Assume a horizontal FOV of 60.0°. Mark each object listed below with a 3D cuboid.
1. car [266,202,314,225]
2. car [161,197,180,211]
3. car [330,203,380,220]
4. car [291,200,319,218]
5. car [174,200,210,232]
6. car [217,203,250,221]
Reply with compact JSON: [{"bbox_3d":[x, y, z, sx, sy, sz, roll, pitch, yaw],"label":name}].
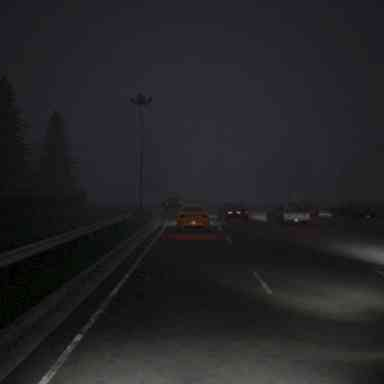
[{"bbox_3d":[6.876,1.621,24.481,1.895,1.301,4.718,0,0,-3],"label":"car"},{"bbox_3d":[-2.563,1.384,41.245,2.097,1.767,4.553,0,0,-14],"label":"car"},{"bbox_3d":[13.713,1.625,28.447,1.895,1.301,4.718,0,0,-5],"label":"car"},{"bbox_3d":[9.918,1.503,30.865,1.882,1.535,5.008,0,0,-6],"label":"car"},{"bbox_3d":[0.045,1.493,20.363,1.882,1.535,5.008,0,0,-1],"label":"car"},{"bbox_3d":[3.250,1.569,27.054,2.033,1.411,5.357,0,0,-4],"label":"car"}]
